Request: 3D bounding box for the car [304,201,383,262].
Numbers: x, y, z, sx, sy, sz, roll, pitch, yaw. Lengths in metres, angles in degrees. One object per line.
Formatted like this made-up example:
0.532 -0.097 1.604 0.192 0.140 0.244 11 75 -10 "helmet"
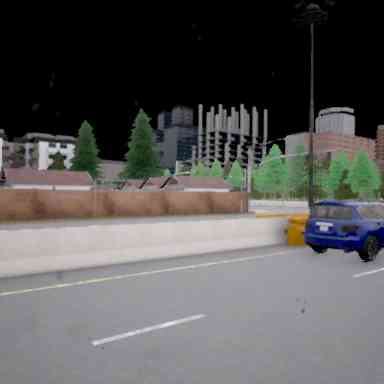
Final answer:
6.713 1.365 12.955 5.566 2.045 2.150 0 0 -35 "car"
